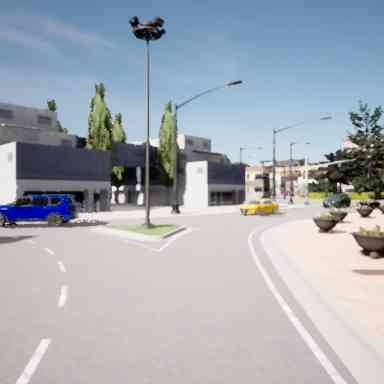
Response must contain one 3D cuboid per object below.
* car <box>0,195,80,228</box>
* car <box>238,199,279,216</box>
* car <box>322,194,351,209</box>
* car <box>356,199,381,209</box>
[{"bbox_3d":[-10.202,1.199,21.571,5.566,2.045,2.150,0,1,-6],"label":"car"},{"bbox_3d":[6.453,1.448,32.002,1.882,1.535,5.008,0,0,45],"label":"car"},{"bbox_3d":[20.047,1.277,45.949,2.150,2.045,5.566,0,0,44],"label":"car"},{"bbox_3d":[23.707,1.562,44.570,1.895,1.301,4.718,0,0,44],"label":"car"}]
